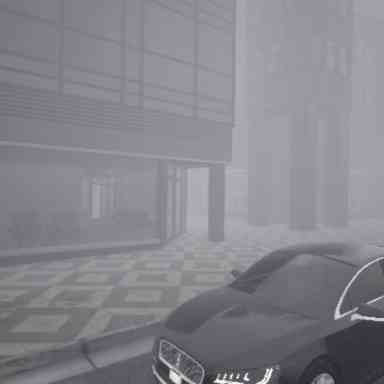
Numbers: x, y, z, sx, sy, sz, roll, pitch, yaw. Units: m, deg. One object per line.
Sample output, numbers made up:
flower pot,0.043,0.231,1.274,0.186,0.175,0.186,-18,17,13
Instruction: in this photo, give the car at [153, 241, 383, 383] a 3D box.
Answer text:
car,1.814,1.516,4.566,4.892,1.490,1.837,0,0,-36
